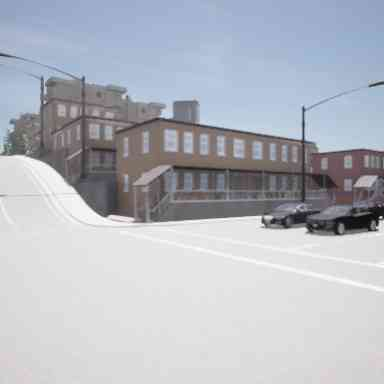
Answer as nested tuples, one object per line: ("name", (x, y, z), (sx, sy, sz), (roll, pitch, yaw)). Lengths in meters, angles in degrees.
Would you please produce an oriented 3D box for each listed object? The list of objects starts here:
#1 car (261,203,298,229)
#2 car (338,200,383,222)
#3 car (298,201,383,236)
("car", (6.587, 1.478, 21.582), (4.902, 1.511, 2.128), (0, 0, -35))
("car", (14.212, 1.471, 27.020), (4.902, 1.511, 2.128), (0, 0, -35))
("car", (8.467, 1.464, 18.624), (5.008, 1.535, 1.882), (0, 0, -33))
